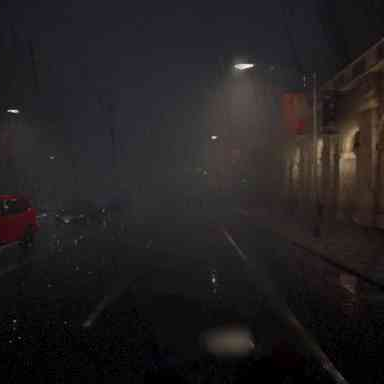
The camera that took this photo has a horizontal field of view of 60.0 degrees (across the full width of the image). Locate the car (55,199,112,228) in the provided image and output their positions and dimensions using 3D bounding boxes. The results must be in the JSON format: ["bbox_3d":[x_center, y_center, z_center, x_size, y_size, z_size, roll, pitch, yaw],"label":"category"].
[{"bbox_3d":[-6.981,1.351,21.113,2.128,1.511,4.902,0,0,1],"label":"car"}]

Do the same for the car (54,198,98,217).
[{"bbox_3d":[-10.360,1.347,30.224,2.033,1.411,5.357,0,0,1],"label":"car"}]

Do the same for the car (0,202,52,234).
[{"bbox_3d":[-10.504,1.416,19.782,2.033,1.411,5.357,0,0,1],"label":"car"}]

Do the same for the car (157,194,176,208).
[{"bbox_3d":[-3.163,1.072,42.328,2.097,1.767,4.553,0,0,1],"label":"car"}]

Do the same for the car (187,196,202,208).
[{"bbox_3d":[0.335,1.212,42.125,2.128,1.511,4.902,0,0,1],"label":"car"}]

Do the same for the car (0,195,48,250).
[{"bbox_3d":[-7.096,1.148,10.984,2.150,2.045,5.566,0,0,-2],"label":"car"}]

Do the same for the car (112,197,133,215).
[{"bbox_3d":[-6.846,1.268,31.523,1.882,1.535,5.008,0,0,1],"label":"car"}]
